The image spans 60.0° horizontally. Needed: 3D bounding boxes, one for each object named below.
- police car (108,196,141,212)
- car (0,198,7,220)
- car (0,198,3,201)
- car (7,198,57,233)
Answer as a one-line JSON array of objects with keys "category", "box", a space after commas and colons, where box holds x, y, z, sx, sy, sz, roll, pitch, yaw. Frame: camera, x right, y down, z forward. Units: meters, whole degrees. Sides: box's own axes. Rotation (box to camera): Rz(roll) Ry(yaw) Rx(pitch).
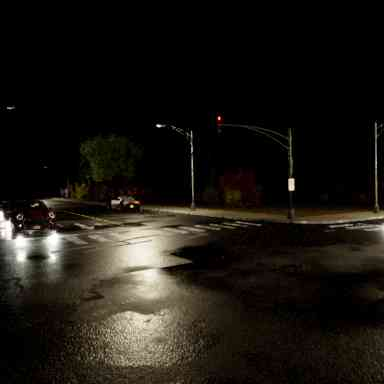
[{"category": "police car", "box": [-7.143, 1.216, 34.386, 2.038, 1.542, 4.974, -2, 1, -32]}, {"category": "car", "box": [-14.685, 1.465, 27.927, 1.812, 1.442, 4.674, -2, 1, -33]}, {"category": "car", "box": [-20.855, 1.415, 37.626, 2.128, 1.511, 4.902, -2, 1, -32]}, {"category": "car", "box": [-9.451, 1.304, 19.668, 2.097, 1.767, 4.553, -2, 1, -32]}]
